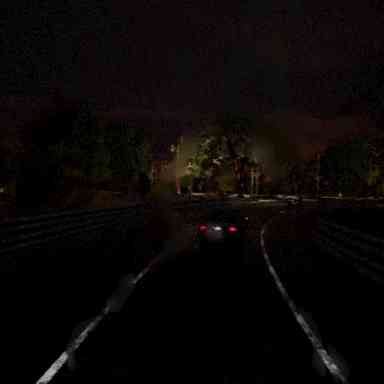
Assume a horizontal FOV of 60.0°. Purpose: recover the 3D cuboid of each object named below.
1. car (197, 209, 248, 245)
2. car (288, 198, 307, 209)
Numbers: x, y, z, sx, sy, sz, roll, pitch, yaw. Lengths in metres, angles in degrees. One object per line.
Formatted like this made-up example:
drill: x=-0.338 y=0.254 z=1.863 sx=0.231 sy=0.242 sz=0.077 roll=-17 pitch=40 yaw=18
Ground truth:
car: x=1.537 y=1.496 z=15.481 sx=2.033 sy=1.411 sz=5.357 roll=1 pitch=0 yaw=12
car: x=15.039 y=1.641 z=46.929 sx=2.128 sy=1.511 sz=4.902 roll=2 pitch=0 yaw=35
